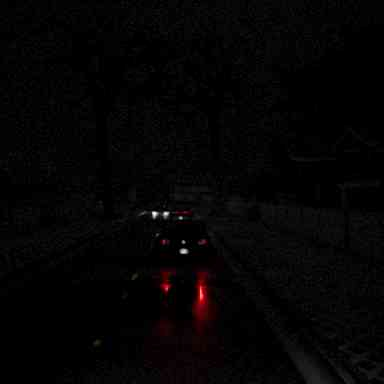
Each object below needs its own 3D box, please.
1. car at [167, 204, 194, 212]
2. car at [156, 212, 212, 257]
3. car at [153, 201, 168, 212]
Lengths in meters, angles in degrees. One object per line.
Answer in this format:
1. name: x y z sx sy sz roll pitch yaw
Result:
1. car: -0.922 1.794 28.657 1.837 1.490 4.892 0 0 -2
2. car: -0.339 1.715 13.336 1.895 1.301 4.718 0 -1 -2
3. car: -4.447 2.007 47.762 1.882 1.535 5.008 0 -1 -2
